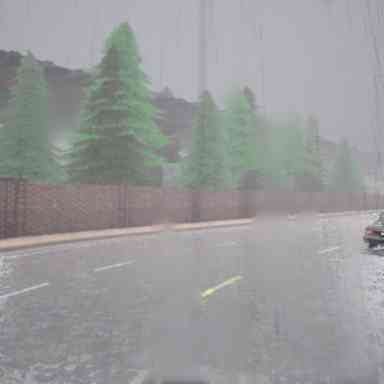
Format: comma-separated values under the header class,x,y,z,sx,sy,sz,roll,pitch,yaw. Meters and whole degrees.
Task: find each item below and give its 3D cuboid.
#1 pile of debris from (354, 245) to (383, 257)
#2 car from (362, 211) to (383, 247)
class,x,y,z,sx,sy,sz,roll,pitch,yaw
pile of debris,7.477,2.334,13.026,1.500,0.140,1.860,1,0,44
car,9.385,1.748,14.941,2.033,1.411,5.357,1,0,45
